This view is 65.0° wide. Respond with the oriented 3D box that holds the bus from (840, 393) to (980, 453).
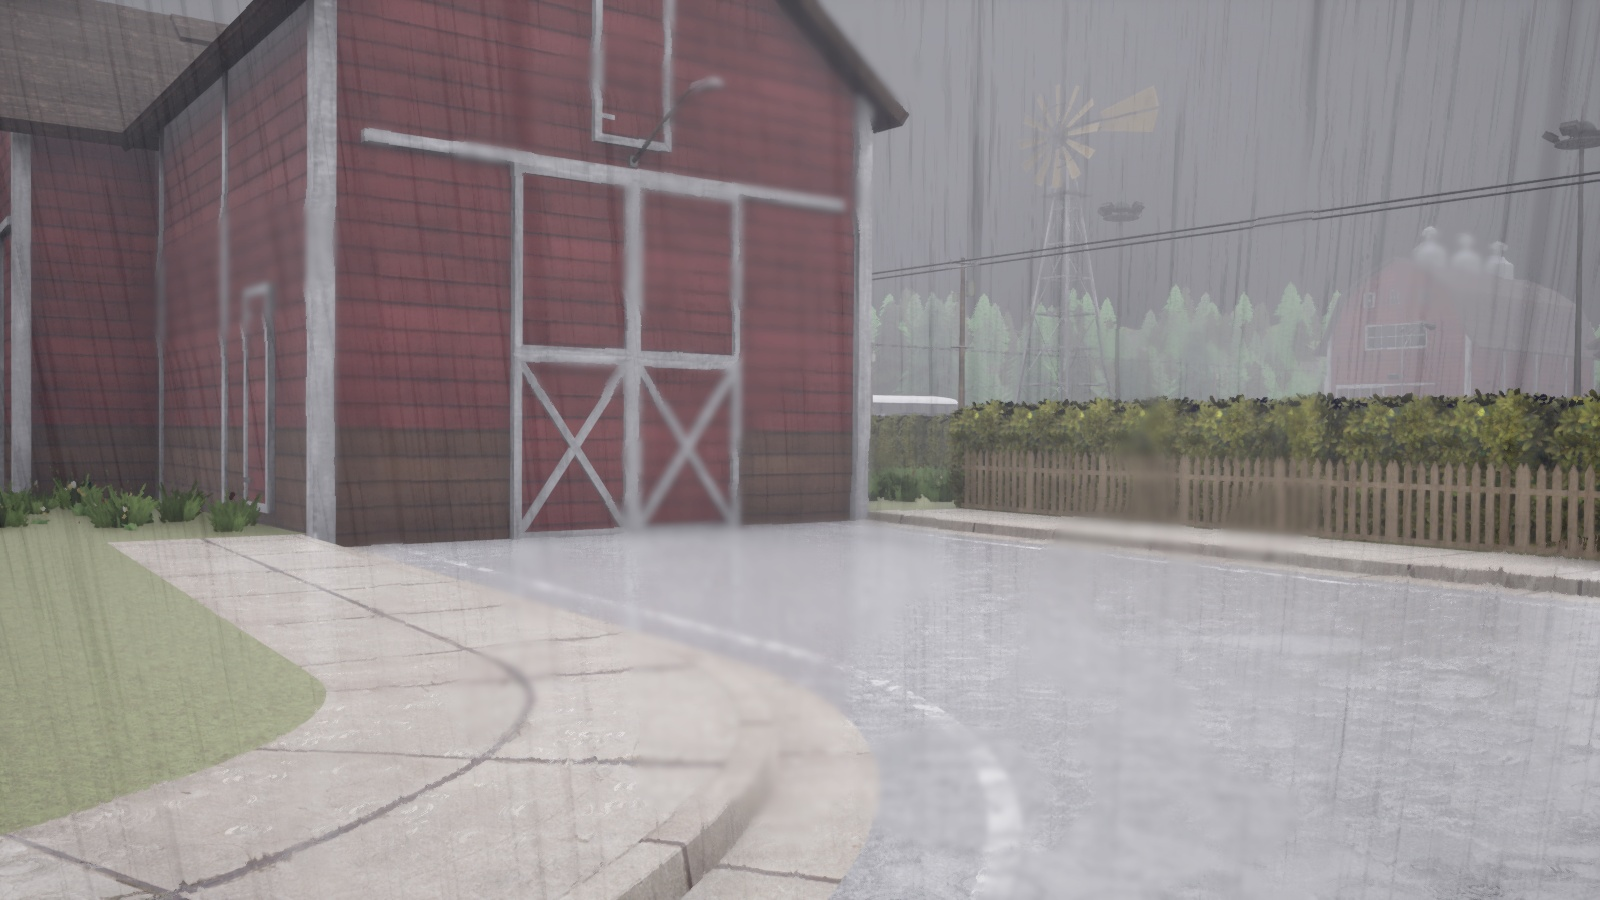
[{"bbox_3d":[8.224,-2.028,92.708,10.273,4.253,3.944,-2,1,-37],"label":"bus"}]
